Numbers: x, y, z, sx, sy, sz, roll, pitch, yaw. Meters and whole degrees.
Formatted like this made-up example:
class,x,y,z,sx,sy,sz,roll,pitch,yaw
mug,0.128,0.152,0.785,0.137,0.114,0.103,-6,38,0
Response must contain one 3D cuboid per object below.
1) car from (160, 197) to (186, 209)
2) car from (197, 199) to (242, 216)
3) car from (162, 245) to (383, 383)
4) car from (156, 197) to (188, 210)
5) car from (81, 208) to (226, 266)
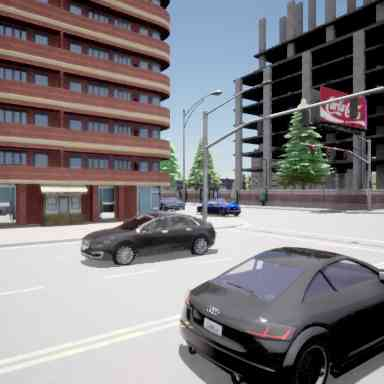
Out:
class,x,y,z,sx,sy,sz,roll,pitch,yaw
car,-3.076,1.563,39.189,1.994,1.385,4.181,0,0,-37
car,2.522,1.601,31.443,1.895,1.301,4.718,0,0,-35
car,1.880,1.564,5.103,4.181,1.385,1.994,0,0,-35
car,-2.736,1.478,44.716,1.882,1.535,5.008,0,0,-36
car,-1.350,1.506,11.632,4.892,1.490,1.837,0,0,-36
